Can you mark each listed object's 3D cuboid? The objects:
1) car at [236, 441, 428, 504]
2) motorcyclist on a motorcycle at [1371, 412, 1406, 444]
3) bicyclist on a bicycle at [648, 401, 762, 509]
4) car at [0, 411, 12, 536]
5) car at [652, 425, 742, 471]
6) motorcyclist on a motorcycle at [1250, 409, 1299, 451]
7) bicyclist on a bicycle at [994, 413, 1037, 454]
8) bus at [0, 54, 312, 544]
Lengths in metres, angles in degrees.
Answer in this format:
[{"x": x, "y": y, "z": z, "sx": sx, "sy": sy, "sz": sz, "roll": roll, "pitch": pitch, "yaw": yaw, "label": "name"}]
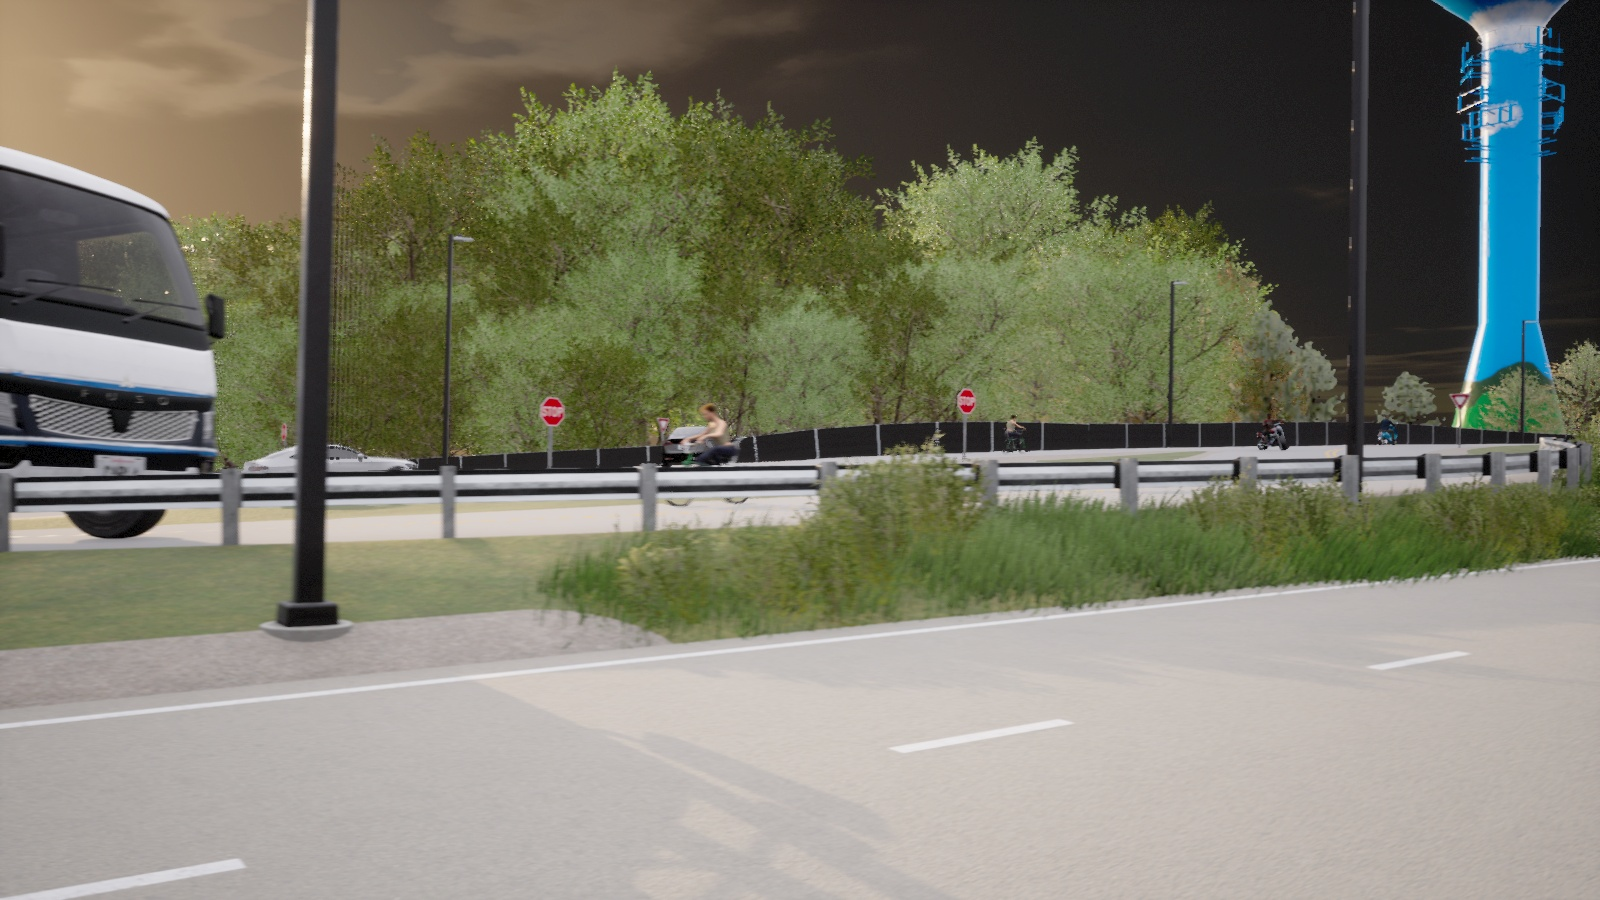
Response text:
[{"x": -13.013, "y": 0.589, "z": 35.046, "sx": 4.674, "sy": 1.442, "sz": 1.812, "roll": -4, "pitch": 2, "yaw": -34, "label": "car"}, {"x": 30.462, "y": -1.137, "z": 65.035, "sx": 1.817, "sy": 1.590, "sz": 0.866, "roll": -1, "pitch": 1, "yaw": -36, "label": "motorcyclist on a motorcycle"}, {"x": -1.490, "y": 0.081, "z": 19.677, "sx": 1.509, "sy": 1.612, "sz": 0.866, "roll": -2, "pitch": -1, "yaw": -26, "label": "bicyclist on a bicycle"}, {"x": -14.312, "y": 0.429, "z": 18.369, "sx": 4.605, "sy": 1.855, "sz": 1.932, "roll": -2, "pitch": -2, "yaw": 10, "label": "car"}, {"x": -3.703, "y": -0.116, "z": 46.178, "sx": 2.163, "sy": 1.488, "sz": 4.792, "roll": -2, "pitch": 1, "yaw": 9, "label": "car"}, {"x": 19.933, "y": -0.845, "z": 52.797, "sx": 0.766, "sy": 1.649, "sz": 2.350, "roll": -4, "pitch": 2, "yaw": -8, "label": "motorcyclist on a motorcycle"}, {"x": 8.751, "y": -0.664, "z": 50.893, "sx": 1.509, "sy": 1.612, "sz": 0.866, "roll": -2, "pitch": 1, "yaw": -35, "label": "bicyclist on a bicycle"}, {"x": -11.219, "y": -0.989, "z": 14.295, "sx": 10.273, "sy": 4.253, "sz": 3.944, "roll": -3, "pitch": -3, "yaw": 17, "label": "bus"}]
